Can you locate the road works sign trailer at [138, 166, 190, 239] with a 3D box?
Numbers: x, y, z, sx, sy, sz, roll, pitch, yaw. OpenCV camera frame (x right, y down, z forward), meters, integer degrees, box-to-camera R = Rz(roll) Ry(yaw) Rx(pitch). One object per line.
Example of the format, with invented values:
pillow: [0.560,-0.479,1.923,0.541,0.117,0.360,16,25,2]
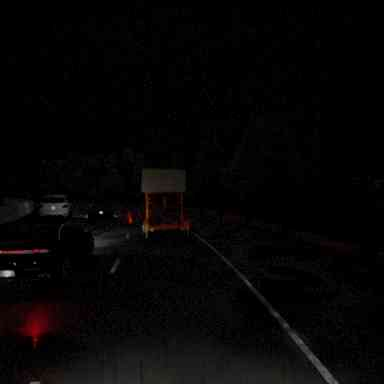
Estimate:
road works sign trailer: [-1.481,0.461,17.537,2.380,3.560,2.880,0,0,-12]

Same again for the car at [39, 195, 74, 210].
car: [-11.041,1.239,27.289,2.150,2.045,5.566,0,0,-16]

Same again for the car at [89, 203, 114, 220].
car: [-7.649,1.573,27.897,1.994,1.385,4.181,0,0,-16]

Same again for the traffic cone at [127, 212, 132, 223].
traffic cone: [-4.439,1.957,24.052,0.340,0.580,0.340,0,0,-12]

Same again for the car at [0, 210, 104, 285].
car: [-4.089,1.498,9.395,2.128,1.511,4.902,0,0,-5]
